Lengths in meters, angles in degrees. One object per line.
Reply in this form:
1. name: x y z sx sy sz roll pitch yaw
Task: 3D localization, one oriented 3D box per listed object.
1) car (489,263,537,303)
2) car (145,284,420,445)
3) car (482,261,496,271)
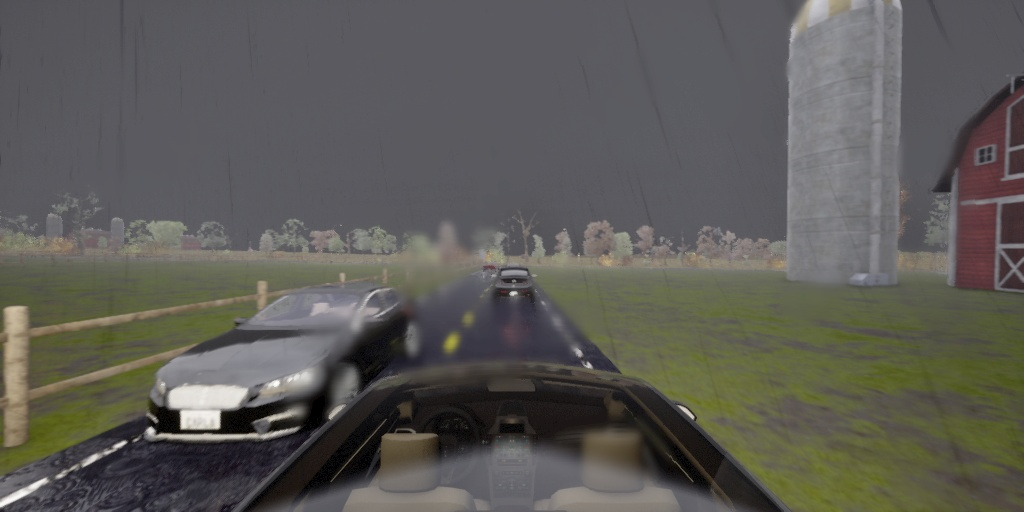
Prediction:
1. car: 0.101 1.248 16.646 1.837 1.490 4.892 0 0 0
2. car: -2.851 1.240 5.733 2.128 1.511 4.902 0 0 0
3. car: -2.832 1.350 47.034 1.895 1.301 4.718 0 0 0
